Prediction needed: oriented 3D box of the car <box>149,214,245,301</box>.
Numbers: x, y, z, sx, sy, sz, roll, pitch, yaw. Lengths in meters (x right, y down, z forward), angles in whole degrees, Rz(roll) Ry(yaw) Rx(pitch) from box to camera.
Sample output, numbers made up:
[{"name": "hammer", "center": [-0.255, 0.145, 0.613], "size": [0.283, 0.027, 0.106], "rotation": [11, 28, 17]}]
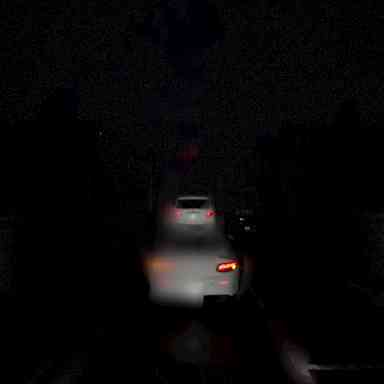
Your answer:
[{"name": "car", "center": [0.082, 1.514, 8.175], "size": [1.812, 1.442, 4.674], "rotation": [0, 0, 1]}]

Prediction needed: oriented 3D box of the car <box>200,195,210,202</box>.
[{"name": "car", "center": [2.868, 1.477, 72.856], "size": [1.887, 1.381, 4.507], "rotation": [-1, 0, 0]}]

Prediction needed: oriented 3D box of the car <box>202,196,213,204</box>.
[{"name": "car", "center": [2.832, 1.522, 61.791], "size": [1.802, 1.307, 4.206], "rotation": [-1, 0, 0]}]

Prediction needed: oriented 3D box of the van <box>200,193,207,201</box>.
[{"name": "van", "center": [2.902, 1.266, 83.921], "size": [1.690, 1.788, 3.998], "rotation": [-1, 0, 0]}]

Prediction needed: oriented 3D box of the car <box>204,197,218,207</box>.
[{"name": "car", "center": [2.793, 1.492, 50.726], "size": [1.887, 1.381, 4.507], "rotation": [-1, 0, 0]}]

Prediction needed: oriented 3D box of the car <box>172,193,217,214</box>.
[{"name": "car", "center": [0.091, 1.197, 17.924], "size": [2.150, 2.045, 5.566], "rotation": [0, 0, 1]}]

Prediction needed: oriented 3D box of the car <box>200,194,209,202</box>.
[{"name": "car", "center": [2.885, 1.369, 78.388], "size": [1.967, 1.590, 4.097], "rotation": [-1, 0, 0]}]

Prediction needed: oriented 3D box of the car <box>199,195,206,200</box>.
[{"name": "car", "center": [2.944, 1.468, 94.986], "size": [2.008, 1.369, 4.403], "rotation": [-1, 0, 0]}]

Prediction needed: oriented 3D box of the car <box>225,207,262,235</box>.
[{"name": "car", "center": [2.683, 1.526, 18.281], "size": [2.008, 1.369, 4.403], "rotation": [-1, 0, 0]}]
